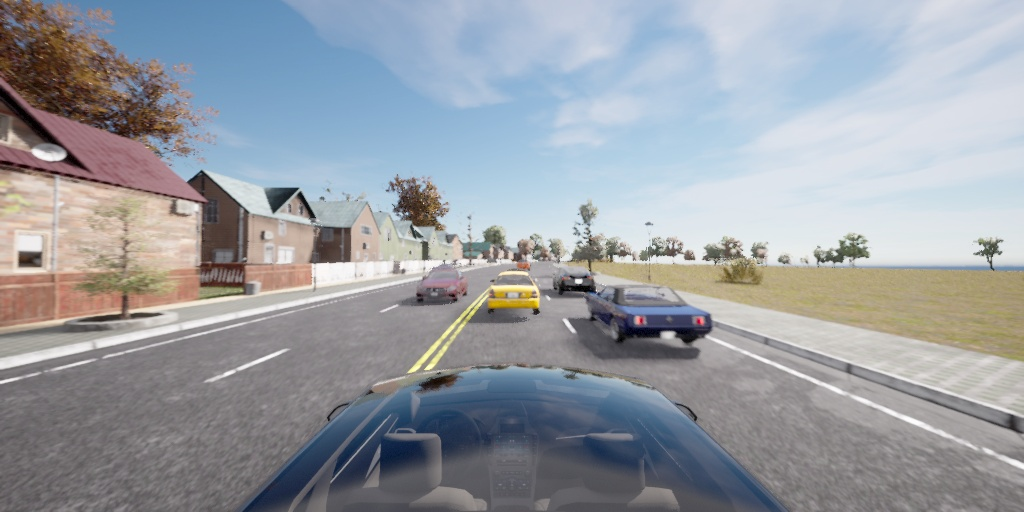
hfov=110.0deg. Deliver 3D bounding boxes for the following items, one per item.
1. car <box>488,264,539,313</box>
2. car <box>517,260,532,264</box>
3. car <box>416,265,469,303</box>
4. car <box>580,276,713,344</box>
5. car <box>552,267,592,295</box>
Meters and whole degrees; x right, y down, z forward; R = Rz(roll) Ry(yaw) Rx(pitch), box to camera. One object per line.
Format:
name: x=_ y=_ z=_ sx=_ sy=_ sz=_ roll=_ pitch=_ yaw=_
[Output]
car: x=0.090 y=1.261 z=14.141 sx=1.801 sy=1.575 sz=5.366 roll=0 pitch=0 yaw=1
car: x=1.773 y=1.359 z=56.003 sx=2.097 sy=1.767 sz=4.553 roll=0 pitch=0 yaw=4
car: x=-3.192 y=1.344 z=17.231 sx=1.812 sy=1.442 sz=4.674 roll=0 pitch=0 yaw=1
car: x=3.288 y=1.388 z=9.729 sx=1.895 sy=1.301 sz=4.718 roll=0 pitch=0 yaw=1
car: x=3.460 y=1.340 z=20.673 sx=2.163 sy=1.488 sz=4.792 roll=0 pitch=0 yaw=1
